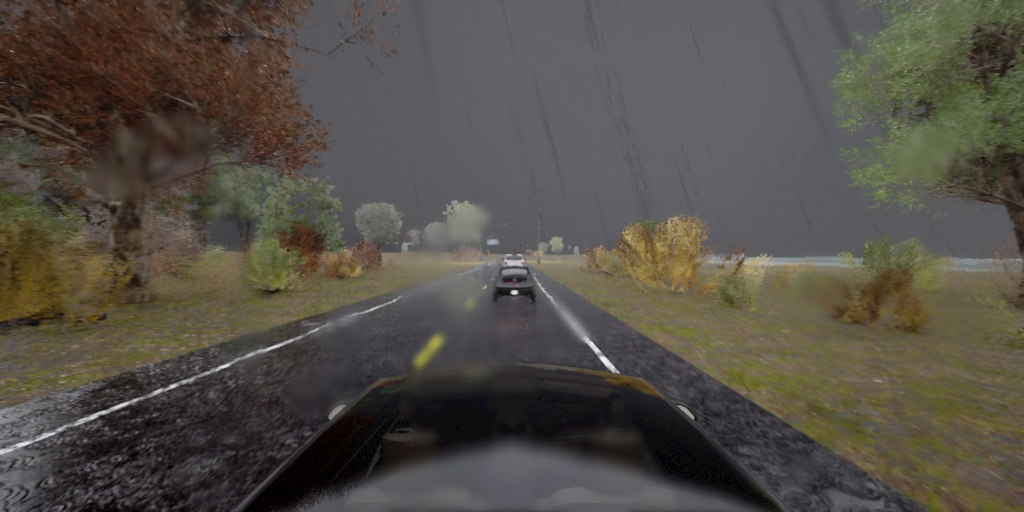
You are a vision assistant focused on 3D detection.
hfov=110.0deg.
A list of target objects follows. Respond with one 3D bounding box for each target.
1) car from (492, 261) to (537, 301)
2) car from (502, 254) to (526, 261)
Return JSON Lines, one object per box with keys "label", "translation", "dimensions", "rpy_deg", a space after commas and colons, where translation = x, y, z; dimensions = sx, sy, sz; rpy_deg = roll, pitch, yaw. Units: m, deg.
{"label": "car", "translation": [0.121, 1.201, 16.996], "dimensions": [1.837, 1.490, 4.892], "rpy_deg": [0, 1, 1]}
{"label": "car", "translation": [0.233, 0.837, 36.908], "dimensions": [2.150, 2.045, 5.566], "rpy_deg": [0, 0, 0]}
